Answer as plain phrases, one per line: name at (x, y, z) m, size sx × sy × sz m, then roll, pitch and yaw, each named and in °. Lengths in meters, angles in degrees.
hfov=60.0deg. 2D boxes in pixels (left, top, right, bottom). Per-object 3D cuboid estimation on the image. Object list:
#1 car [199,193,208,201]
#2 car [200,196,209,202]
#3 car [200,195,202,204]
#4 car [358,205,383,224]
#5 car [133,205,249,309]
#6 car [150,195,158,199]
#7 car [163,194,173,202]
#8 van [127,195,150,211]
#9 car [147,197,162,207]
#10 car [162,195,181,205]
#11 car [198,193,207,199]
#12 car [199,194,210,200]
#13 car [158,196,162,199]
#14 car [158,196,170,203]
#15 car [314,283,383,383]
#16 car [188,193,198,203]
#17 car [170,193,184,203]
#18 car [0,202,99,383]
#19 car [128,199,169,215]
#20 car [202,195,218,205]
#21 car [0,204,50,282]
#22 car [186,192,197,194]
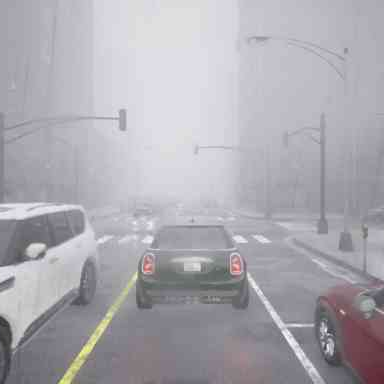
car at (3.065, 1.211, 86.549) m, size 2.150 × 2.045 × 5.566 m, roll 0°, pitch 0°, yaw 0°
car at (2.723, 1.570, 74.727) m, size 1.802 × 1.307 × 4.206 m, roll 0°, pitch 0°, yaw 0°
car at (2.707, 1.544, 52.349) m, size 2.008 × 1.369 × 4.403 m, roll 0°, pitch 0°, yaw 0°
car at (14.394, 1.516, 23.707) m, size 4.674 × 1.442 × 1.812 m, roll 0°, pitch 0°, yaw 1°
car at (0.015, 1.352, 8.020) m, size 2.097 × 1.767 × 4.553 m, roll 0°, pitch 0°, yaw 0°
car at (-5.828, 1.310, 41.142) m, size 2.192 × 1.841 × 5.009 m, roll 0°, pitch 0°, yaw 0°
car at (-5.798, 1.302, 80.312) m, size 2.192 × 1.841 × 5.009 m, roll 0°, pitch 0°, yaw 0°
van at (-5.832, 1.337, 35.546) m, size 1.690 × 1.788 × 3.998 m, roll 0°, pitch 0°, yaw 0°
car at (-5.820, 1.538, 52.334) m, size 1.887 × 1.381 × 4.507 m, roll 0°, pitch 0°, yaw 0°
car at (-3.062, 1.542, 48.374) m, size 2.033 × 1.411 × 5.357 m, roll 0°, pitch 0°, yaw 0°
car at (2.715, 1.306, 63.538) m, size 2.192 × 1.841 × 5.009 m, roll 0°, pitch 0°, yaw 0°
car at (2.711, 1.558, 57.944) m, size 1.947 × 1.339 × 4.313 m, roll 0°, pitch 0°, yaw 0°
car at (-5.824, 1.434, 46.738) m, size 1.967 × 1.590 × 4.097 m, roll 0°, pitch 0°, yaw 0°
car at (-5.807, 1.540, 69.121) m, size 2.008 × 1.369 × 4.403 m, roll 0°, pitch 0°, yaw 0°
car at (2.669, 1.440, 3.094) m, size 1.967 × 1.590 × 4.097 m, roll 0°, pitch 0°, yaw 0°
car at (0.104, 1.516, 66.573) m, size 1.812 × 1.442 × 4.674 m, roll 0°, pitch 0°, yaw 0°
car at (-2.995, 1.468, 64.111) m, size 1.882 × 1.535 × 5.008 m, roll 0°, pitch 0°, yaw 1°
car at (-3.098, 1.223, 5.077) m, size 2.150 × 2.045 × 5.566 m, roll 0°, pitch 0°, yaw 0°
car at (-3.755, 1.597, 29.653) m, size 1.895 × 1.301 × 4.718 m, roll 0°, pitch 0°, yaw 9°
car at (2.702, 1.520, 46.925) m, size 1.752 × 1.417 × 4.829 m, roll 0°, pitch 0°, yaw 0°
car at (-5.853, 1.315, 8.598) m, size 2.192 × 1.841 × 5.009 m, roll 0°, pitch 0°, yaw 0°
car at (0.057, 1.362, 76.540) m, size 1.812 × 1.442 × 4.674 m, roll 0°, pitch 0°, yaw 0°
